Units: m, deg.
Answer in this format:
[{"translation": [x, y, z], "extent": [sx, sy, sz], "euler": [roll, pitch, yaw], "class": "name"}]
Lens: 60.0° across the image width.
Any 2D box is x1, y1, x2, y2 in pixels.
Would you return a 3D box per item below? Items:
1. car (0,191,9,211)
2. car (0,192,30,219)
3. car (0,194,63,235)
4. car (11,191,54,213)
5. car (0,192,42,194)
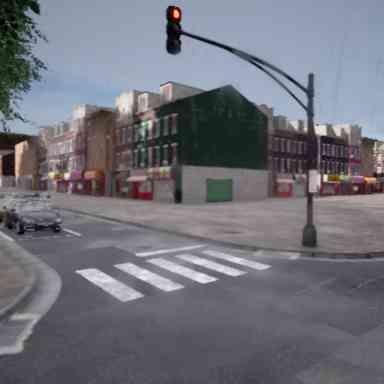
[{"translation": [-15.055, 0.586, 24.598], "extent": [1.947, 1.339, 4.313], "euler": [1, 1, -39], "class": "car"}, {"translation": [-11.616, 0.753, 20.373], "extent": [2.008, 1.369, 4.403], "euler": [1, 1, -39], "class": "car"}, {"translation": [-7.135, 0.993, 14.825], "extent": [2.008, 1.369, 4.403], "euler": [1, 1, -39], "class": "car"}, {"translation": [-11.996, 0.667, 24.838], "extent": [1.895, 1.301, 4.718], "euler": [0, 2, -39], "class": "car"}, {"translation": [-8.398, 0.901, 16.339], "extent": [1.752, 1.417, 4.829], "euler": [1, 1, -39], "class": "car"}]
